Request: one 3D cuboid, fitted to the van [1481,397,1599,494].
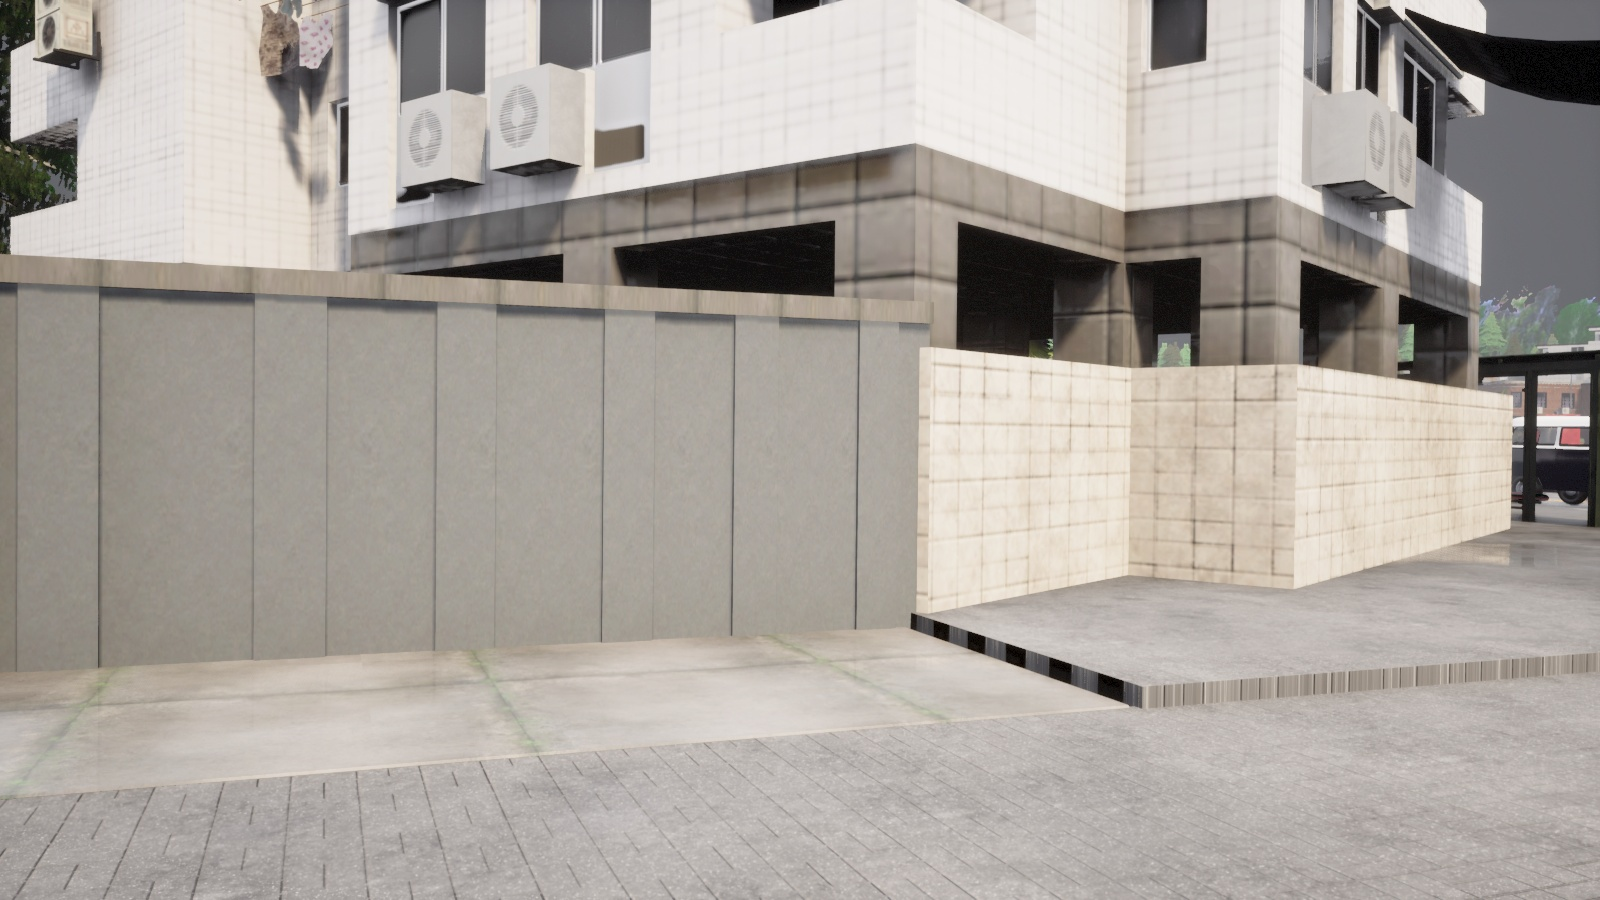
[{"bbox_3d":[17.662,-0.118,27.599,2.069,2.038,4.480,-1,1,-21],"label":"van"}]
